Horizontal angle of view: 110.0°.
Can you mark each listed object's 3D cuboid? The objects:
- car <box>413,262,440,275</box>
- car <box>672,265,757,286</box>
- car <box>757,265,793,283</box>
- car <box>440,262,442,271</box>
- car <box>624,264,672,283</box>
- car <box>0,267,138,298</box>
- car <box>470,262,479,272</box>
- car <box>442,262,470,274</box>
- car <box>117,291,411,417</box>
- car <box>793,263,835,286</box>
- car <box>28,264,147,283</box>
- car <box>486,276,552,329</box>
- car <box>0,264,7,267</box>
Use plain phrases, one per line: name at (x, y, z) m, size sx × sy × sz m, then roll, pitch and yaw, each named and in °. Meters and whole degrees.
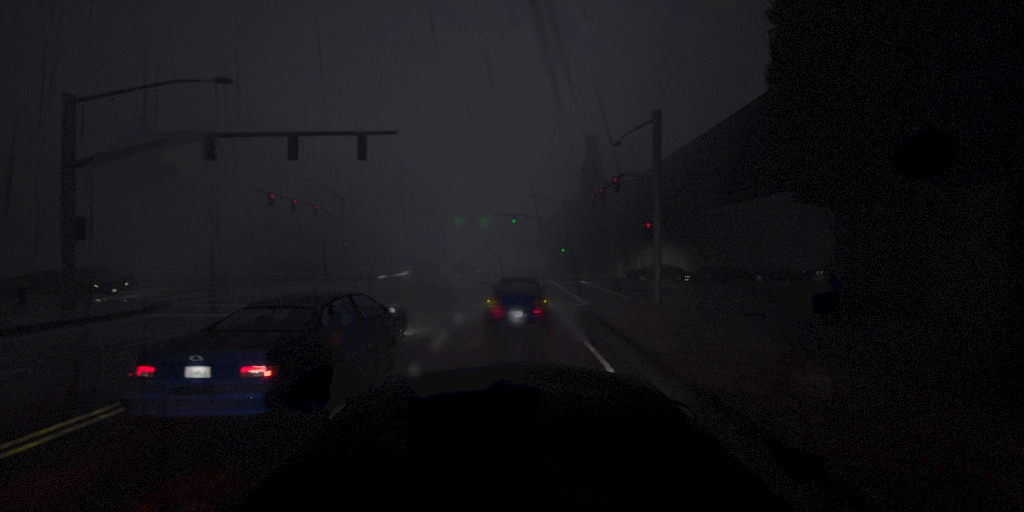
car at (-10.643, 1.528, 44.142) m, size 1.882 × 1.535 × 5.008 m, roll 0°, pitch 0°, yaw 1°
car at (14.923, 1.430, 26.652) m, size 4.892 × 1.490 × 1.837 m, roll 0°, pitch 0°, yaw 0°
car at (21.743, 1.496, 30.113) m, size 5.357 × 1.411 × 2.033 m, roll 0°, pitch 0°, yaw 0°
car at (-10.423, 1.621, 53.479) m, size 1.837 × 1.490 × 4.892 m, roll 0°, pitch 0°, yaw 2°
car at (12.004, 1.442, 30.168) m, size 4.902 × 1.511 × 2.128 m, roll 0°, pitch 0°, yaw 0°
car at (-23.449, 1.419, 18.758) m, size 5.357 × 1.411 × 2.033 m, roll 0°, pitch 0°, yaw 0°
car at (-6.859, 1.609, 55.721) m, size 1.882 × 1.535 × 5.008 m, roll 0°, pitch 0°, yaw 2°
car at (-7.102, 1.556, 46.179) m, size 2.128 × 1.511 × 4.902 m, roll 0°, pitch 0°, yaw 1°
car at (-3.421, 1.331, 6.426) m, size 2.033 × 1.411 × 5.357 m, roll 0°, pitch 0°, yaw 0°
car at (24.130, 1.276, 26.600) m, size 4.553 × 1.767 × 2.097 m, roll 0°, pitch 0°, yaw 0°
car at (-26.223, 1.401, 22.255) m, size 4.892 × 1.490 × 1.837 m, roll 0°, pitch 0°, yaw 0°
car at (0.238, 1.344, 11.390) m, size 1.812 × 1.442 × 4.674 m, roll 0°, pitch 0°, yaw 2°
car at (-35.108, 1.423, 22.252) m, size 4.674 × 1.442 × 1.812 m, roll 0°, pitch 0°, yaw 0°
